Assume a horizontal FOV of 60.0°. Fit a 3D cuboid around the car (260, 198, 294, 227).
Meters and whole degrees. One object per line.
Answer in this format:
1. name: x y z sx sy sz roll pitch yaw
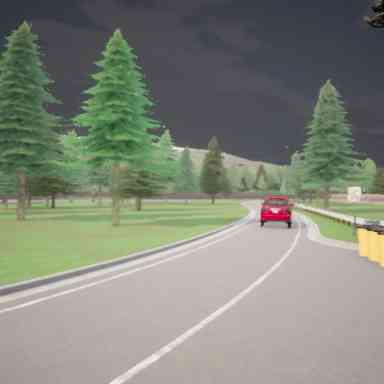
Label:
1. car: 6.418 1.438 25.006 2.150 2.045 5.566 0 0 17
